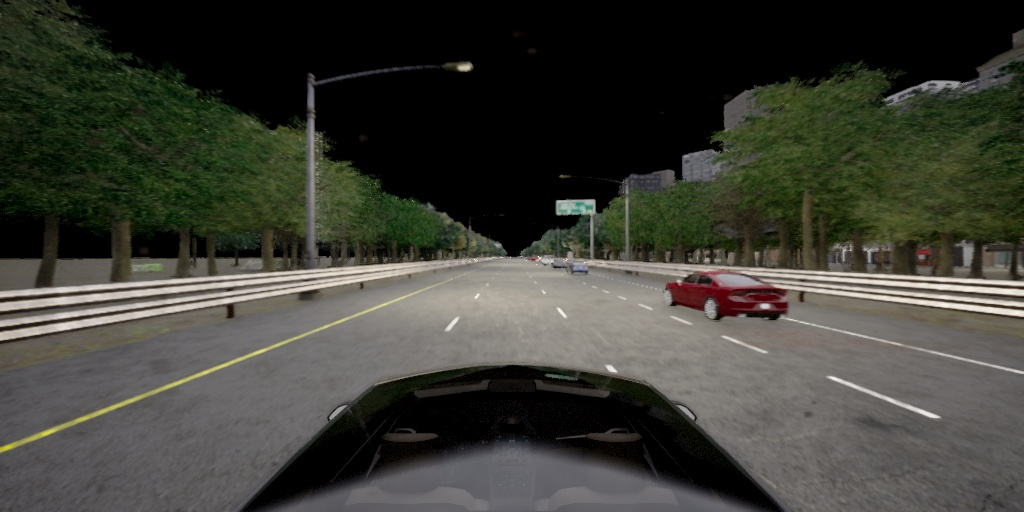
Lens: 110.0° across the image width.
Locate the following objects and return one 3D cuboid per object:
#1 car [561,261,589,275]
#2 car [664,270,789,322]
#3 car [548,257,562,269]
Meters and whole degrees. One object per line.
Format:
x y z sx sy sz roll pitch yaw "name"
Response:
7.073 1.300 39.408 2.033 1.411 5.357 0 0 0 "car"
7.005 1.235 12.399 1.882 1.535 5.008 0 0 0 "car"
7.149 1.301 55.406 1.994 1.385 4.181 0 0 0 "car"
